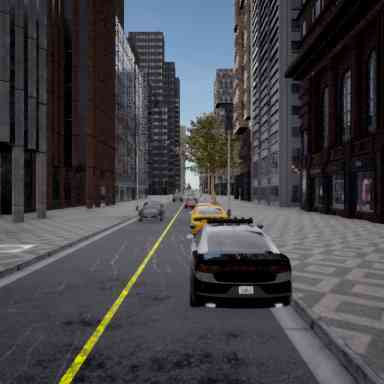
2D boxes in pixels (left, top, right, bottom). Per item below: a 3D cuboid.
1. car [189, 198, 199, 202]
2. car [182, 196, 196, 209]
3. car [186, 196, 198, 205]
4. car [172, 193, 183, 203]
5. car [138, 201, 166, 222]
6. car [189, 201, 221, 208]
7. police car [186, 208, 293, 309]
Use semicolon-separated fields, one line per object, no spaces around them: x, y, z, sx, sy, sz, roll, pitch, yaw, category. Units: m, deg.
0.896;1.455;24.196;1.801;1.575;5.366;0;0;0;car
0.013;1.563;45.951;1.994;1.385;4.181;0;0;1;car
-0.008;1.476;58.558;1.882;1.535;5.008;0;0;0;car
-3.009;1.217;70.692;2.150;2.045;5.566;0;0;0;car
-3.103;1.504;26.397;1.837;1.490;4.892;0;0;0;car
0.897;1.478;18.005;1.882;1.535;5.008;0;0;0;car
0.899;1.425;8.115;1.930;1.638;5.238;0;0;0;police car
